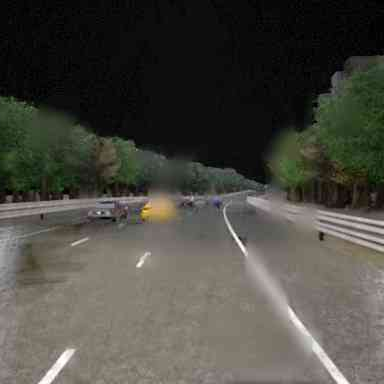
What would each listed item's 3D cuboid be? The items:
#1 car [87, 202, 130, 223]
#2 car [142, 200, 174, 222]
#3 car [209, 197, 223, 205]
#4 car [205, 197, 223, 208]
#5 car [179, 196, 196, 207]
[{"bbox_3d":[-6.067,1.447,24.703,2.033,1.411,5.357,0,0,4],"label":"car"},{"bbox_3d":[-2.507,1.373,25.590,1.882,1.535,5.008,0,0,4],"label":"car"},{"bbox_3d":[4.045,1.487,55.757,1.994,1.385,4.181,0,0,8],"label":"car"},{"bbox_3d":[2.774,1.351,44.835,1.882,1.535,5.008,0,0,7],"label":"car"},{"bbox_3d":[-0.591,1.388,47.160,1.837,1.490,4.892,0,0,7],"label":"car"}]
